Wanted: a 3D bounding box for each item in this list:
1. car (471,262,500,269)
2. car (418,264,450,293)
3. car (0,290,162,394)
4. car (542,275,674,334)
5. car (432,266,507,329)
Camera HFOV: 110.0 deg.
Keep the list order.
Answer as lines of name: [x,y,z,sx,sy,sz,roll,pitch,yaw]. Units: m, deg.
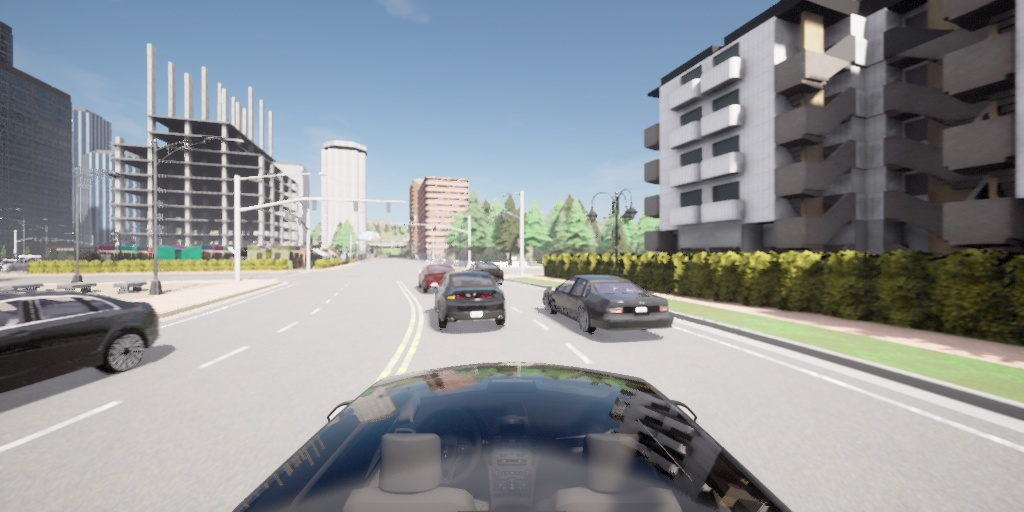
car: [-2.000,1.177,24.728,1.882,1.535,5.008,0,0,-18]
car: [-4.285,1.194,20.693,1.882,1.535,5.008,0,0,-19]
car: [-7.389,1.258,4.700,2.128,1.511,4.902,0,0,-6]
car: [2.449,1.268,10.658,2.033,1.411,5.357,0,0,-12]
car: [-1.455,1.234,11.367,1.837,1.490,4.892,0,0,-14]
